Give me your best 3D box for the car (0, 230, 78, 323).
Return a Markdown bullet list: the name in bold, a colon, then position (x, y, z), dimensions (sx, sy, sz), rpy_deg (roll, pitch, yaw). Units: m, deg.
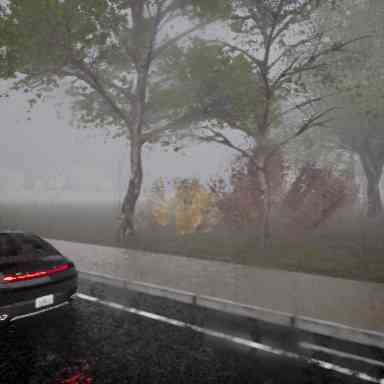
- **car**: position (-4.357, 1.536, 6.787), dimensions (4.892, 1.490, 1.837), rpy_deg (-1, 0, 35)
